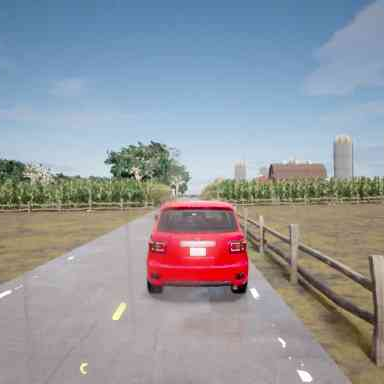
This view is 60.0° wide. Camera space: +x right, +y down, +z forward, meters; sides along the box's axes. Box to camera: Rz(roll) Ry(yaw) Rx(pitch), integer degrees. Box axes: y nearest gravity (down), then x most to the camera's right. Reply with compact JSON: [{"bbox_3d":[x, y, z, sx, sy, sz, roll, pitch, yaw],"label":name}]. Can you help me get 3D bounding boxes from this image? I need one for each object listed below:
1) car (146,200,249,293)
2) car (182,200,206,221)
[{"bbox_3d":[0.117,1.220,8.959,2.150,2.045,5.566,0,0,0],"label":"car"},{"bbox_3d":[0.161,1.483,28.126,1.837,1.490,4.892,0,0,0],"label":"car"}]
